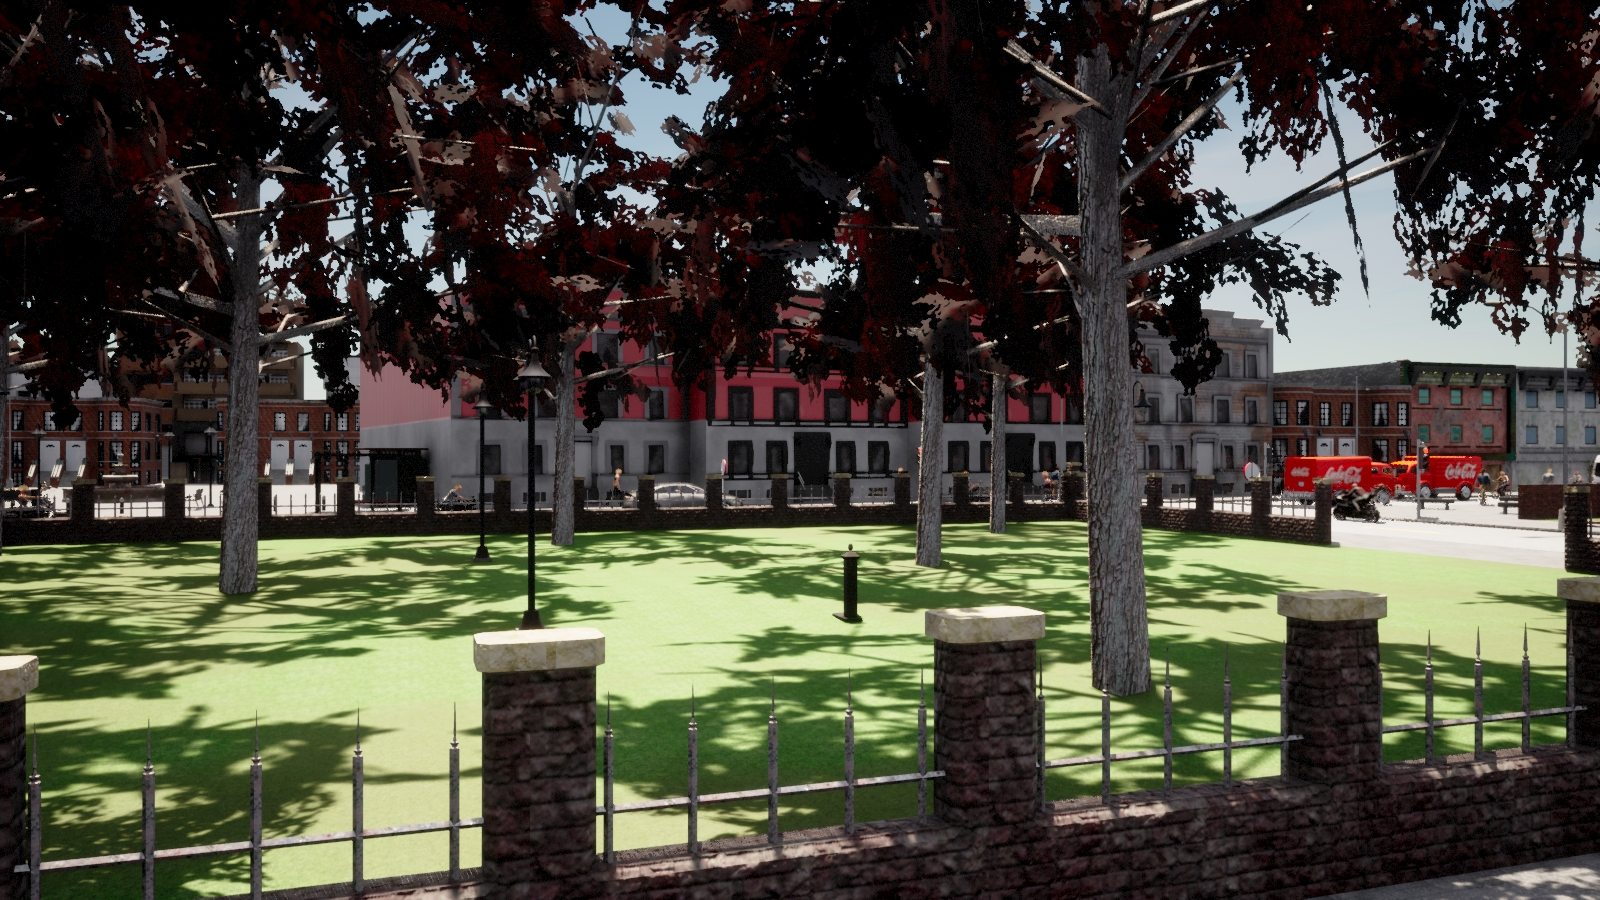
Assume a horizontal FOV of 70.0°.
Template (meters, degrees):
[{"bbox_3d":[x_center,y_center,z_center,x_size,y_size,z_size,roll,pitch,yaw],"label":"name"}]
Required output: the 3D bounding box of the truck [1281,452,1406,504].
[{"bbox_3d":[27.105,1.348,57.038,5.204,2.467,2.627,0,0,-17],"label":"truck"}]

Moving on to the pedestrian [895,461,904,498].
[{"bbox_3d":[5.103,1.523,58.726,0.375,1.860,0.375,0,0,-16],"label":"pedestrian"}]

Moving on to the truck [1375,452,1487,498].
[{"bbox_3d":[35.004,1.348,63.458,5.204,2.467,2.627,0,0,-19],"label":"truck"}]

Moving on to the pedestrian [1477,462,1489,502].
[{"bbox_3d":[32.527,1.517,54.402,0.375,1.860,0.375,0,0,-36],"label":"pedestrian"}]

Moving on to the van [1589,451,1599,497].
[{"bbox_3d":[46.940,1.314,63.434,5.915,2.561,1.988,0,0,-19],"label":"van"}]

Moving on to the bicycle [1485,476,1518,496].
[{"bbox_3d":[40.060,2.036,65.248,1.487,1.080,0.859,0,0,-18],"label":"bicycle"}]

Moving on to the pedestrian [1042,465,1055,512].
[{"bbox_3d":[9.883,1.525,45.380,0.375,1.860,0.375,0,0,-16],"label":"pedestrian"}]

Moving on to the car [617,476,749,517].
[{"bbox_3d":[-4.677,1.827,45.707,4.902,1.511,2.128,0,0,-19],"label":"car"}]

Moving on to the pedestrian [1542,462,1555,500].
[{"bbox_3d":[36.630,1.515,55.912,0.375,1.860,0.375,0,0,-28],"label":"pedestrian"}]

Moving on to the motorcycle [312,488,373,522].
[{"bbox_3d":[-16.643,1.993,41.637,2.033,1.145,0.803,0,0,-19],"label":"motorcycle"}]

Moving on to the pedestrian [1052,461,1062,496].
[{"bbox_3d":[13.847,1.524,61.622,0.375,1.860,0.375,0,0,-21],"label":"pedestrian"}]

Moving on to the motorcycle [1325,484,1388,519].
[{"bbox_3d":[21.698,1.985,44.590,0.867,1.251,2.209,0,0,-20],"label":"motorcycle"}]

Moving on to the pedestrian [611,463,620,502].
[{"bbox_3d":[-8.674,1.524,53.814,0.375,1.860,0.375,0,0,-18],"label":"pedestrian"}]
